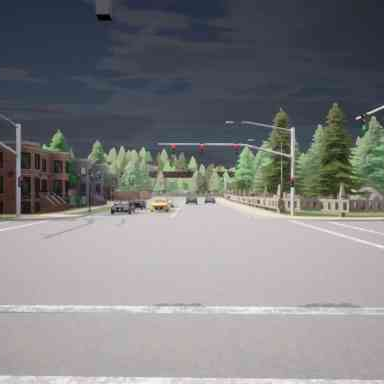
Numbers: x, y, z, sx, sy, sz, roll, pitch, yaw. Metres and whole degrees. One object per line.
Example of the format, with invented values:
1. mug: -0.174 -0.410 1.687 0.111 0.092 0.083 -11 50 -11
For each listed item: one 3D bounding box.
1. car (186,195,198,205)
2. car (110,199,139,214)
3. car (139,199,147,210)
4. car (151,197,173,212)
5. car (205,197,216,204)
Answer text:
1. car: -0.069 1.352 60.161 2.097 1.767 4.553 0 0 0
2. car: -7.137 1.564 34.791 1.994 1.385 4.181 0 0 0
3. car: -7.136 1.601 43.543 1.895 1.301 4.718 0 0 0
4. car: -3.639 1.477 38.767 1.882 1.535 5.008 0 0 0
5. car: 3.526 1.564 65.142 1.994 1.385 4.181 0 0 0
